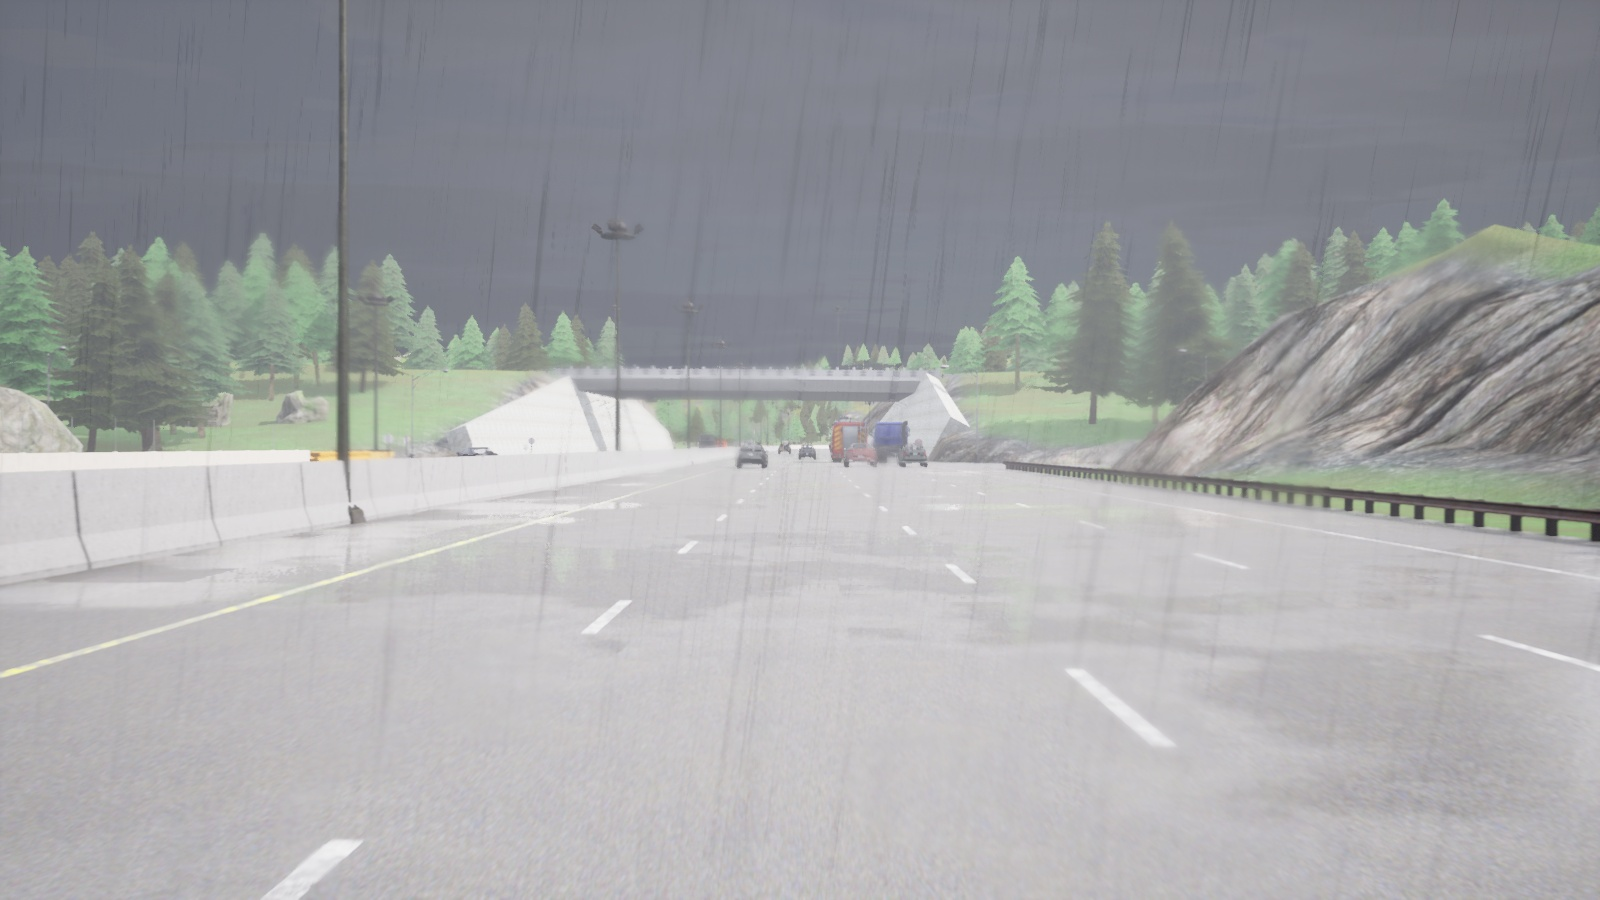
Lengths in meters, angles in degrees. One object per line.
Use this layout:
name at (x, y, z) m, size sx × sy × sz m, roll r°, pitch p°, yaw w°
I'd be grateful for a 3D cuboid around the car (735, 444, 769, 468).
car at (-3.027, 0.356, 80.030) m, size 2.007 × 1.525 × 4.514 m, roll 0°, pitch 0°, yaw 0°

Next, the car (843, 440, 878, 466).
car at (3.995, 0.178, 83.884) m, size 2.152 × 1.651 × 5.027 m, roll 0°, pitch 0°, yaw 0°

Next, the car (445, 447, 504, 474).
car at (-17.107, 0.520, 66.152) m, size 1.994 × 1.385 × 4.181 m, roll 0°, pitch 0°, yaw 0°

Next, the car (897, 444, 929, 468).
car at (7.493, 0.383, 83.463) m, size 1.789 × 1.549 × 3.705 m, roll 0°, pitch 0°, yaw 0°
